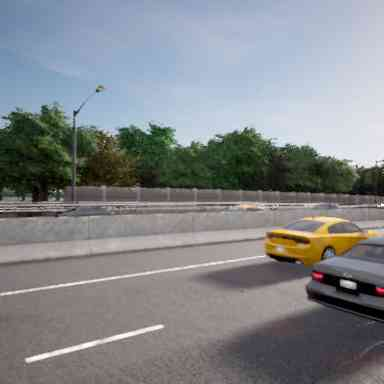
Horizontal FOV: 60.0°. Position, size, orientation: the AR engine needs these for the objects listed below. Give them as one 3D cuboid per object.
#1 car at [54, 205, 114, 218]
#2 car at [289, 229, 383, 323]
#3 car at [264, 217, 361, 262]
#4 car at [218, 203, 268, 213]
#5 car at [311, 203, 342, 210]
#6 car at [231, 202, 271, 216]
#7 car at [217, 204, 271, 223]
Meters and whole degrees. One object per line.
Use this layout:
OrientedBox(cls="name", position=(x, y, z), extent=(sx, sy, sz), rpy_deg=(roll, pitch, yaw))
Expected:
OrientedBox(cls="car", position=(-7.769, 1.653, 24.246), extent=(4.181, 1.385, 1.994), rpy_deg=(1, 0, -36))
OrientedBox(cls="car", position=(4.673, 1.640, 7.079), extent=(5.357, 1.411, 2.033), rpy_deg=(1, -1, -36))
OrientedBox(cls="car", position=(4.645, 1.603, 11.360), extent=(5.008, 1.535, 1.882), rpy_deg=(1, -1, -35))
OrientedBox(cls="car", position=(3.641, 1.701, 23.788), extent=(5.008, 1.535, 1.882), rpy_deg=(1, -1, -35))
OrientedBox(cls="car", position=(16.939, 2.182, 41.855), extent=(4.892, 1.490, 1.837), rpy_deg=(2, -1, -35))
OrientedBox(cls="car", position=(6.929, 1.969, 39.029), extent=(4.674, 1.442, 1.812), rpy_deg=(2, -1, -35))
OrientedBox(cls="car", position=(4.532, 1.811, 28.722), extent=(4.674, 1.442, 1.812), rpy_deg=(1, -1, -35))
